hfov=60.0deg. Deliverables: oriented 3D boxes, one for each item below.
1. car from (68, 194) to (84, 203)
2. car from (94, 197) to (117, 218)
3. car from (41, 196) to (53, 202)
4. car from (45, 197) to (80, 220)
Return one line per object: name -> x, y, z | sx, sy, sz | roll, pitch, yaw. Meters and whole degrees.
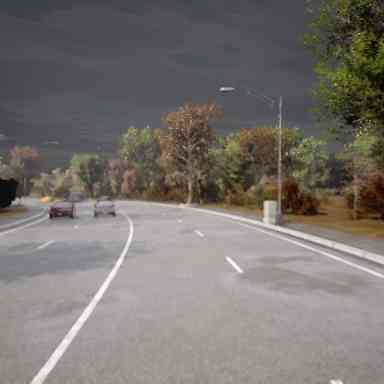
car -> -26.225, 1.667, 74.059 | 2.033, 1.411, 5.357 | -3, 1, -39
car -> -7.954, 1.503, 30.532 | 1.812, 1.442, 4.674 | -1, 0, -15
car -> -37.400, 1.837, 86.267 | 5.008, 1.535, 1.882 | 0, 3, 42
car -> -11.181, 1.526, 29.047 | 1.882, 1.535, 5.008 | -1, 0, -14
